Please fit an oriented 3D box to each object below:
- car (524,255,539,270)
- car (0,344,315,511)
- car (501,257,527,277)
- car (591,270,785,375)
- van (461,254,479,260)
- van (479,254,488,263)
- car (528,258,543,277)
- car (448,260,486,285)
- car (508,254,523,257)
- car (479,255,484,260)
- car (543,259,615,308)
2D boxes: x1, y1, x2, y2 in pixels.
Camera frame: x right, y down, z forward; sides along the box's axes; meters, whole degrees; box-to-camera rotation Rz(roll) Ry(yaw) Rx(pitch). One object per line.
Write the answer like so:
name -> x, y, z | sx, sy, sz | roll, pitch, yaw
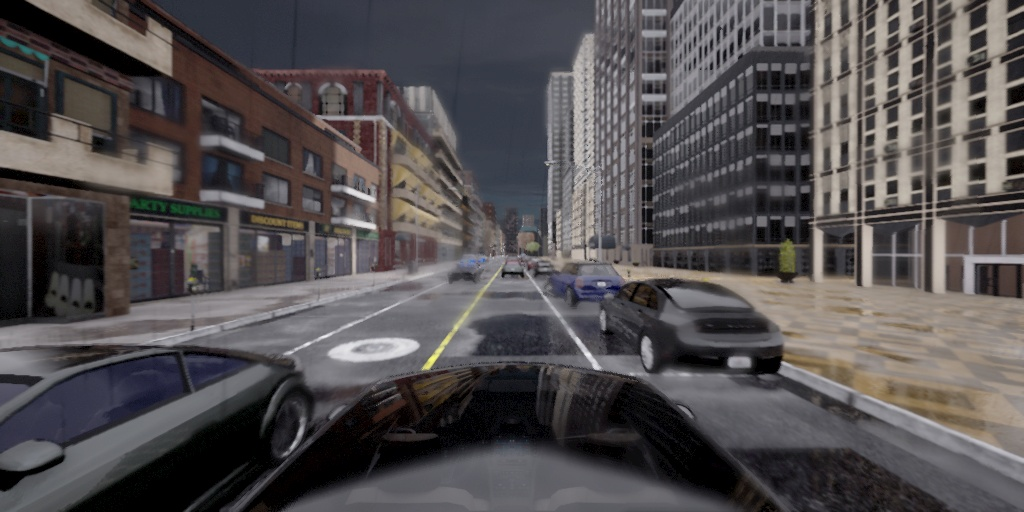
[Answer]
car -> 2.696, 0.859, 41.646 | 1.967, 1.591, 4.097 | 0, 0, 0
car -> -3.071, 1.312, 2.053 | 1.994, 1.385, 4.181 | 0, 0, 0
car -> 0.072, 1.061, 31.742 | 1.994, 1.385, 4.181 | 0, 1, 0
car -> 3.146, 1.204, 7.367 | 1.837, 1.490, 4.892 | 0, 1, 0
van -> -5.685, 0.717, 47.171 | 1.690, 1.789, 3.998 | 0, 0, 0
van -> -5.683, 0.590, 63.738 | 1.690, 1.789, 3.998 | 0, 0, 0
car -> 2.695, 1.072, 30.601 | 1.948, 1.339, 4.313 | 0, 0, 0
car -> -3.097, 1.158, 24.330 | 1.895, 1.301, 4.718 | 0, 0, 0
car -> 0.090, 0.716, 48.609 | 2.097, 1.767, 4.553 | 0, 0, 0
car -> -5.684, 0.879, 52.694 | 1.888, 1.381, 4.507 | 0, 0, 0
car -> 2.896, 0.988, 14.742 | 2.097, 1.767, 4.553 | 0, 0, -7
